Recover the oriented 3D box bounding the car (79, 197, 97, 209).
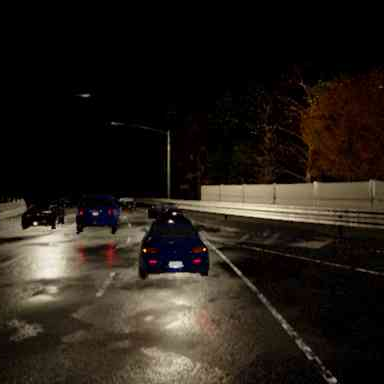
[{"bbox_3d":[-15.152,1.536,48.294,1.837,1.490,4.892,0,0,-26],"label":"car"}]

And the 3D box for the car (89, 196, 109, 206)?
[{"bbox_3d":[-15.969,1.528,56.975,2.128,1.511,4.902,0,0,-29],"label":"car"}]

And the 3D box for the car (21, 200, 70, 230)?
[{"bbox_3d":[-9.373,1.518,21.271,1.837,1.490,4.892,0,0,-11],"label":"car"}]

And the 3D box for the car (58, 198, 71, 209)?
[{"bbox_3d":[-17.263,1.507,44.692,1.882,1.535,5.008,0,0,-25],"label":"car"}]

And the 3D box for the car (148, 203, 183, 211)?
[{"bbox_3d":[-2.128,1.581,26.191,1.994,1.385,4.181,0,0,-25],"label":"car"}]

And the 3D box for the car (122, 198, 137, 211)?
[{"bbox_3d":[-8.148,1.515,41.104,2.128,1.511,4.902,0,0,-21],"label":"car"}]

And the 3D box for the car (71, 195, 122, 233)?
[{"bbox_3d":[-5.505,1.234,19.886,2.150,2.045,5.566,0,0,-10],"label":"car"}]

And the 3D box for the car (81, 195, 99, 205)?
[{"bbox_3d":[-19.222,1.391,62.387,2.097,1.767,4.553,0,0,-33],"label":"car"}]

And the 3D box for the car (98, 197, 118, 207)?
[{"bbox_3d":[-13.123,1.538,51.773,1.837,1.490,4.892,0,0,-27],"label":"car"}]

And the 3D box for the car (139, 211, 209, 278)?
[{"bbox_3d":[-0.590,1.530,10.074,1.812,1.442,4.674,0,0,-5],"label":"car"}]
